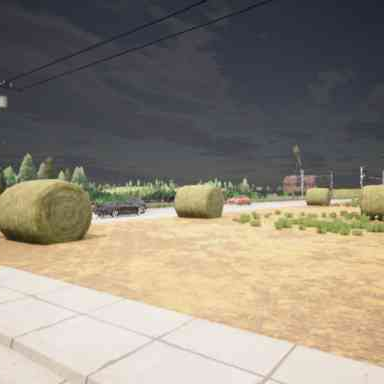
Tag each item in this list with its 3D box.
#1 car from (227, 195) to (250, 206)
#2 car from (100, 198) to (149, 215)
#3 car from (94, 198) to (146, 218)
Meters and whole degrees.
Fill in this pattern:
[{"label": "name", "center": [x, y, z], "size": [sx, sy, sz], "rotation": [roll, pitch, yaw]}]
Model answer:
[{"label": "car", "center": [7.361, 1.268, 52.464], "size": [2.097, 1.767, 4.553], "rotation": [0, 0, 38]}, {"label": "car", "center": [-6.900, 1.420, 34.551], "size": [1.837, 1.490, 4.892], "rotation": [0, 0, 38]}, {"label": "car", "center": [-6.263, 1.427, 29.319], "size": [1.837, 1.490, 4.892], "rotation": [0, 0, 38]}]
